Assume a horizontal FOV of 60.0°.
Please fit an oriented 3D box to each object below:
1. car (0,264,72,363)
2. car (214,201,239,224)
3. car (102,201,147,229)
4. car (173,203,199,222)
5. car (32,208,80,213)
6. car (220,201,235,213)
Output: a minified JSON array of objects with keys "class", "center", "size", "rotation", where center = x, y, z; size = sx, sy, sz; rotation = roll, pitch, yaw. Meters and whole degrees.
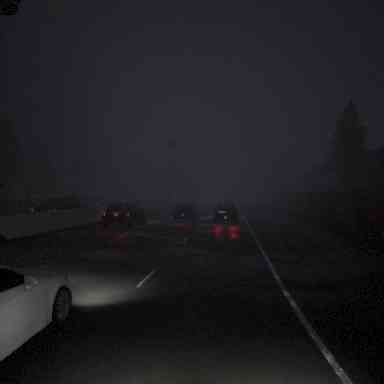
[{"class":"car","center":[-3.157,1.548,4.126],"size":[1.812,1.442,4.674],"rotation":[0,0,3]},{"class":"car","center":[2.820,1.720,27.274],"size":[2.128,1.511,4.902],"rotation":[0,-1,7]},{"class":"car","center":[-4.659,1.524,23.543],"size":[2.097,1.767,4.553],"rotation":[0,0,7]},{"class":"car","center":[-0.460,1.711,29.268],"size":[1.882,1.535,5.008],"rotation":[0,0,7]},{"class":"car","center":[-11.360,1.407,28.199],"size":[2.150,2.045,5.566],"rotation":[0,0,7]},{"class":"car","center":[4.711,1.891,43.402],"size":[1.812,1.442,4.674],"rotation":[0,-1,7]}]
